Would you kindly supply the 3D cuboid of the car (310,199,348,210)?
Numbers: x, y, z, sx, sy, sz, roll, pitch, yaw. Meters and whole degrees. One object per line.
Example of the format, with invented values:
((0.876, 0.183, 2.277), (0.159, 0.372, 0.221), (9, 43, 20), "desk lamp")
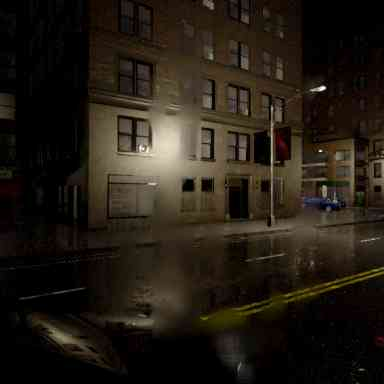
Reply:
((18.037, 1.577, 43.876), (1.947, 1.339, 4.313), (0, 0, -36), "car")

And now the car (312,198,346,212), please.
((14.972, 1.469, 38.724), (1.882, 1.535, 5.008), (0, 0, -36), "car")

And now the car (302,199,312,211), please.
((11.507, 1.421, 39.213), (1.967, 1.590, 4.097), (0, 0, -36), "car")

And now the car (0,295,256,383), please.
((-1.581, 1.526, 2.308), (4.674, 1.442, 1.812), (0, 0, -36), "car")
